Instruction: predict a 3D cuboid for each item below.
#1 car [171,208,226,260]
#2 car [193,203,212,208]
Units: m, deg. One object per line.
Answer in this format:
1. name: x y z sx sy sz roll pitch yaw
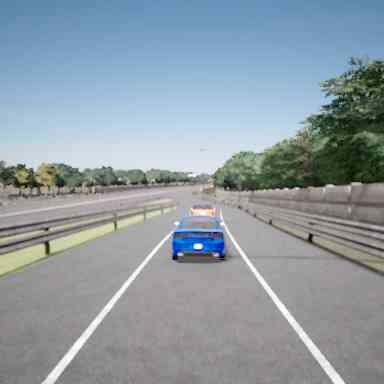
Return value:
1. car: 0.294 1.639 13.273 1.882 1.535 5.008 0 -1 2
2. car: 0.892 1.677 26.942 2.097 1.767 4.553 0 -1 4
